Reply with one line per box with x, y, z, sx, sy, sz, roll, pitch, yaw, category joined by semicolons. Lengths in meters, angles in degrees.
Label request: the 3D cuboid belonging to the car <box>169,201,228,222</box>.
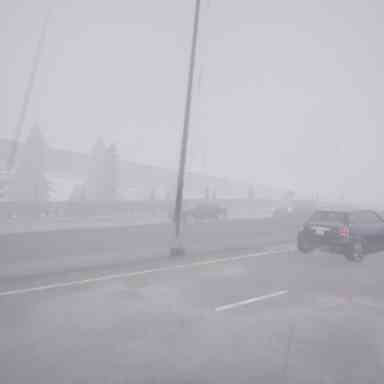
0.536;1.492;25.869;5.008;1.535;1.882;0;0;-35;car

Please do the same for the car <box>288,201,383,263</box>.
5.990;1.362;12.318;4.553;1.767;2.097;0;0;-35;car

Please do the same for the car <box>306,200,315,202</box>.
10.823;1.545;24.606;4.674;1.442;1.812;0;0;-35;car

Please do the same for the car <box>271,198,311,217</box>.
8.614;1.372;27.328;4.553;1.767;2.097;0;0;-35;car
